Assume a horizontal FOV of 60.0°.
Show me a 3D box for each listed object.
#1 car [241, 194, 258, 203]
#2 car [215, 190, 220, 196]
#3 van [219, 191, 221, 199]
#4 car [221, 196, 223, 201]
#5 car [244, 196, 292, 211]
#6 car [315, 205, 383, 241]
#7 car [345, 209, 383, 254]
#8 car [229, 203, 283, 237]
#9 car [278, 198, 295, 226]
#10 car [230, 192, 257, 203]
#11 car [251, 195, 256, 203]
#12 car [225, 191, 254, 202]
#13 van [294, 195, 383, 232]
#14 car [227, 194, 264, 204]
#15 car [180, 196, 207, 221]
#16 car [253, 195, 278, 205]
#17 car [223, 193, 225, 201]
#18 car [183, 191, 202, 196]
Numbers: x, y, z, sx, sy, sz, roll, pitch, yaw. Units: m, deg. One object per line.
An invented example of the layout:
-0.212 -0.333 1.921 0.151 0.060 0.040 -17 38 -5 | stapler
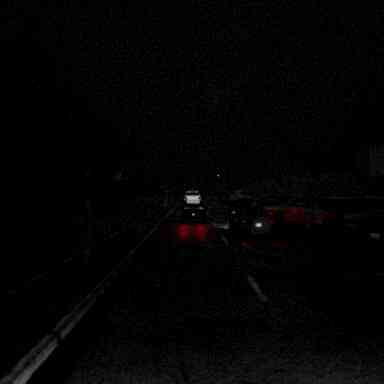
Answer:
7.890 1.227 32.320 5.366 1.575 1.946 1 1 -20 | car
7.884 0.960 65.123 5.366 1.575 1.946 1 1 -20 | car
7.951 0.756 62.163 4.442 1.987 1.878 1 1 -20 | van
8.232 1.017 56.307 5.366 1.575 1.946 1 0 -20 | car
8.058 1.237 35.369 4.674 1.452 2.002 1 0 -20 | car
8.062 1.474 14.486 4.674 1.452 2.002 1 0 -20 | car
8.094 1.487 11.514 4.792 1.488 2.163 1 0 -20 | car
3.097 1.482 17.442 1.994 1.385 4.181 0 0 0 | car
8.038 1.253 20.444 4.553 1.767 2.185 1 0 -20 | car
8.071 1.108 44.309 4.892 1.521 2.231 1 1 -20 | car
8.090 1.299 29.417 4.792 1.488 2.163 1 1 -20 | car
8.090 0.830 47.308 5.566 2.045 2.435 1 0 -20 | car
7.961 1.184 17.416 4.442 1.987 1.878 1 1 -20 | van
8.065 1.058 50.275 5.008 1.535 2.097 1 1 -20 | car
0.094 1.318 25.392 2.128 1.511 4.902 0 1 0 | car
7.891 1.303 26.355 5.366 1.575 1.946 1 1 -20 | car
8.052 1.039 53.260 4.892 1.521 2.231 1 0 -20 | car
0.082 0.853 42.417 2.150 2.045 5.566 0 0 0 | car
